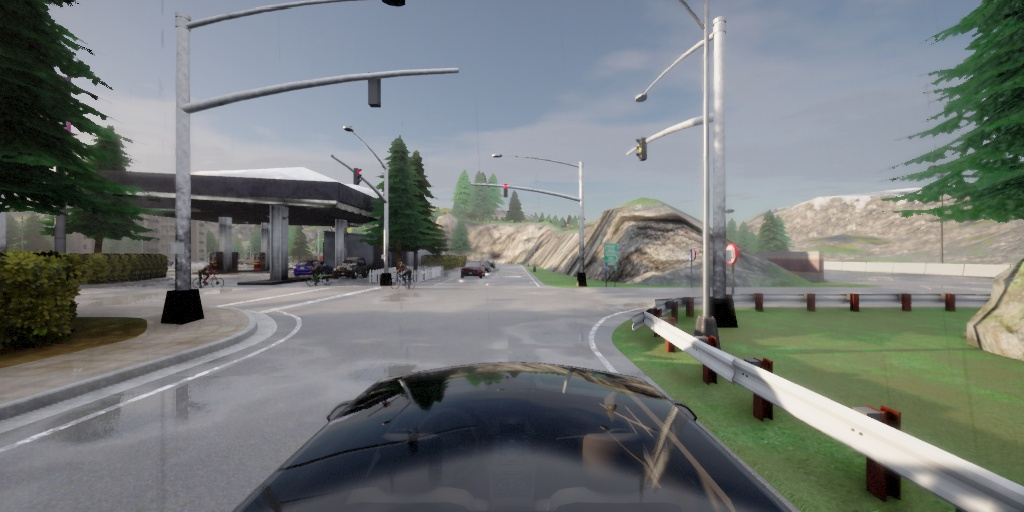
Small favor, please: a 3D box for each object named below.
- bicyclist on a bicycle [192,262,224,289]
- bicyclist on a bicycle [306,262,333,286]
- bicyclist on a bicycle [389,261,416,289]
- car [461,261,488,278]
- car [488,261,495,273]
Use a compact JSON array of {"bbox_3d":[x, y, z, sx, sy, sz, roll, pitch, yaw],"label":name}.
[{"bbox_3d":[-18.539,1.190,21.907,1.656,1.620,0.582,0,-1,-15],"label":"bicyclist on a bicycle"},{"bbox_3d":[-13.084,1.203,24.373,1.656,1.620,0.582,0,0,-40],"label":"bicyclist on a bicycle"},{"bbox_3d":[-6.289,1.115,20.588,1.656,1.620,0.582,0,-1,12],"label":"bicyclist on a bicycle"},{"bbox_3d":[-3.576,1.228,33.469,1.882,1.535,5.008,0,0,0],"label":"car"},{"bbox_3d":[-3.566,1.297,44.045,2.033,1.411,5.357,0,0,0],"label":"car"}]
